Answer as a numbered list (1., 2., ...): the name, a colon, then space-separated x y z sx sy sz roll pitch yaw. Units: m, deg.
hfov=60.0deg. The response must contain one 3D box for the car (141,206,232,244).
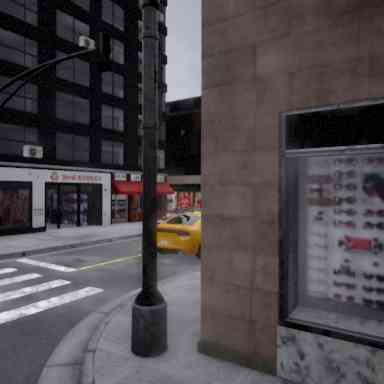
1. car: -0.079 1.564 17.229 2.033 1.411 5.357 0 0 33

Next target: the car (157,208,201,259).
1. car: 0.461 1.499 12.875 1.882 1.535 5.008 0 0 33
